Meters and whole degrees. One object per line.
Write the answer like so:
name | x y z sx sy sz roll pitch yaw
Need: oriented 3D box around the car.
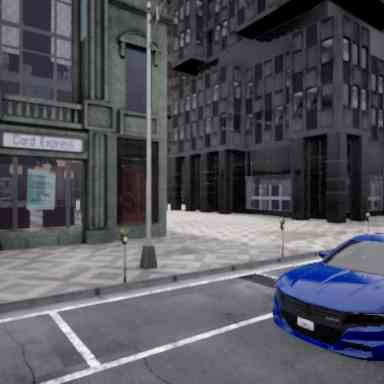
car | 3.561 1.511 5.922 5.008 1.535 1.882 0 0 -36
